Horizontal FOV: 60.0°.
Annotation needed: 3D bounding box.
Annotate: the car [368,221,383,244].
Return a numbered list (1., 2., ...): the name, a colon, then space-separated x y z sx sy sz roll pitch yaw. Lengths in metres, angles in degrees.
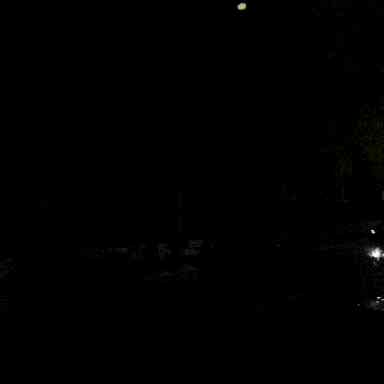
1. car: 10.045 1.556 14.843 5.357 1.411 2.033 0 0 -35
